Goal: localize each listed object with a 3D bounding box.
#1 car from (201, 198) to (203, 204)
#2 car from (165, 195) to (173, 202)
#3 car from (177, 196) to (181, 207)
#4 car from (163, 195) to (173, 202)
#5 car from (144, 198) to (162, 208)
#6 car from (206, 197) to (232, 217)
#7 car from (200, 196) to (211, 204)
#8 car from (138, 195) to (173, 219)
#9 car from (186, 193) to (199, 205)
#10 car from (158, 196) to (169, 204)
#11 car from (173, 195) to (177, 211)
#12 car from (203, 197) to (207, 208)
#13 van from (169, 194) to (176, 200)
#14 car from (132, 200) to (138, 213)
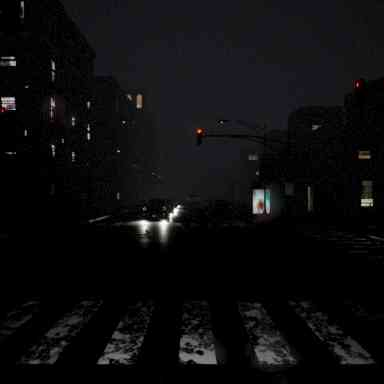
[{"bbox_3d":[2.715,1.572,48.927,2.008,1.369,4.403,0,0,0],"label":"car"},{"bbox_3d":[-5.645,1.593,82.929,1.752,1.417,4.829,-1,0,0],"label":"car"},{"bbox_3d":[-3.066,1.621,48.236,1.895,1.301,4.718,0,0,0],"label":"car"},{"bbox_3d":[-5.649,1.498,77.402,1.967,1.590,4.097,0,0,0],"label":"car"},{"bbox_3d":[-5.665,1.572,48.920,2.008,1.369,4.403,0,0,0],"label":"car"},{"bbox_3d":[2.704,1.446,31.836,1.967,1.590,4.097,0,0,0],"label":"car"},{"bbox_3d":[2.726,1.592,66.017,2.008,1.369,4.403,-1,0,0],"label":"car"},{"bbox_3d":[-3.081,1.356,29.090,2.097,1.767,4.553,0,0,0],"label":"car"},{"bbox_3d":[0.137,1.255,60.838,2.150,2.045,5.566,0,0,0],"label":"car"},{"bbox_3d":[-5.655,1.566,65.840,1.752,1.417,4.829,0,0,0],"label":"car"},{"bbox_3d":[-3.073,1.489,38.209,1.882,1.535,5.008,0,0,0],"label":"car"},{"bbox_3d":[2.712,1.597,43.230,1.802,1.307,4.206,0,0,0],"label":"car"},{"bbox_3d":[-5.639,1.431,94.493,1.690,1.788,3.998,-1,0,0],"label":"van"},{"bbox_3d":[-5.673,1.561,37.526,2.008,1.369,4.403,0,0,0],"label":"car"}]
